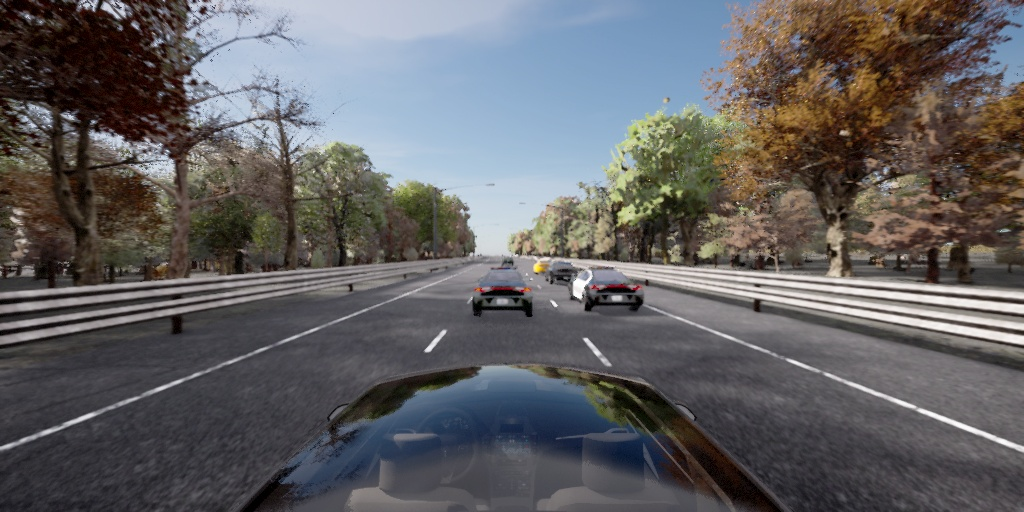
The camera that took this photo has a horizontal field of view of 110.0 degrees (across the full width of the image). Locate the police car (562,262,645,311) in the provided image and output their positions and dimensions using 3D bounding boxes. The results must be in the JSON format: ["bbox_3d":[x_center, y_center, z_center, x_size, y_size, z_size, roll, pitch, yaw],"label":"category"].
[{"bbox_3d":[3.469,1.200,14.257,2.038,1.542,4.974,0,0,0],"label":"police car"}]

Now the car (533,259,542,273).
[{"bbox_3d":[3.263,1.072,36.330,1.882,1.535,5.008,0,0,-1],"label":"car"}]

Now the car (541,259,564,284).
[{"bbox_3d":[3.389,1.150,25.294,1.837,1.490,4.892,0,0,-1],"label":"car"}]

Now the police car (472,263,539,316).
[{"bbox_3d":[-0.283,1.201,13.252,2.038,1.542,4.974,0,0,0],"label":"police car"}]

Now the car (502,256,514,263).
[{"bbox_3d":[-0.711,0.815,64.125,2.097,1.767,4.553,0,0,-1],"label":"car"}]
